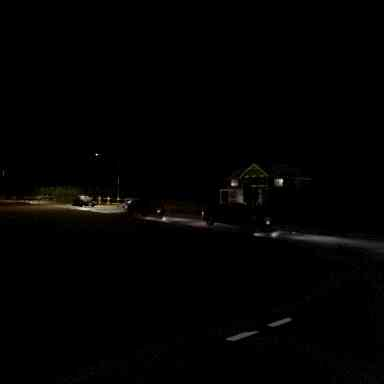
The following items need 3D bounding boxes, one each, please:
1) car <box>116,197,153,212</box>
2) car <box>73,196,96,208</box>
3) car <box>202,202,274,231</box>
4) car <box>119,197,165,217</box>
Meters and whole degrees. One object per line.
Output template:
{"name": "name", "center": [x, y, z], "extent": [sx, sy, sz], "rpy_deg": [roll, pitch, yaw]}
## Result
{"name": "car", "center": [-6.518, 1.350, 37.356], "extent": [2.128, 1.511, 4.902], "rpy_deg": [2, -1, -36]}
{"name": "car", "center": [-13.865, 1.269, 42.710], "extent": [2.128, 1.511, 4.902], "rpy_deg": [2, -1, -36]}
{"name": "car", "center": [2.621, 1.380, 19.951], "extent": [2.128, 1.511, 4.902], "rpy_deg": [2, -1, -38]}
{"name": "car", "center": [-4.148, 1.311, 29.208], "extent": [2.128, 1.511, 4.902], "rpy_deg": [2, -1, -36]}
